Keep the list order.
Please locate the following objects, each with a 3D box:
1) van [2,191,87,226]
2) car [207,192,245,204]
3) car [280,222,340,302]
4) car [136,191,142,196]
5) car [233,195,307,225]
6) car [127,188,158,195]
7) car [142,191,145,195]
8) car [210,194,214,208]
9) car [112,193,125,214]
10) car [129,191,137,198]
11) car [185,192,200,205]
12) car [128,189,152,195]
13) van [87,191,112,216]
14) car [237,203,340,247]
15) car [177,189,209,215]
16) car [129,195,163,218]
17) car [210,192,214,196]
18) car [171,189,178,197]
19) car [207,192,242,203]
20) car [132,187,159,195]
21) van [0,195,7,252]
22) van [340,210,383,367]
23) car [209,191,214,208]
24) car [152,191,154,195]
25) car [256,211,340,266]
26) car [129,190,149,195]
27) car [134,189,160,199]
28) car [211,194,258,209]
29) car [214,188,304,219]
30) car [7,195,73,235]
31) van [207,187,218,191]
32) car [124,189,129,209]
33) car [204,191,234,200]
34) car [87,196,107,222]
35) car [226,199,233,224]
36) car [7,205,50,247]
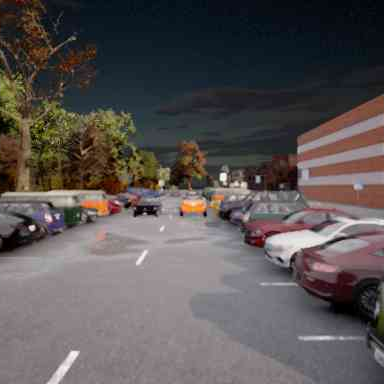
[{"bbox_3d":[-8.279,1.008,17.838,4.442,1.987,1.878,0,1,0],"label":"van"},{"bbox_3d":[4.395,0.789,43.335,4.674,1.452,2.002,0,1,0],"label":"car"},{"bbox_3d":[4.410,1.482,6.599,4.674,1.452,2.002,0,1,0],"label":"car"},{"bbox_3d":[-8.172,0.913,34.657,5.008,1.535,2.097,0,1,0],"label":"car"},{"bbox_3d":[4.378,1.160,15.080,4.553,1.767,2.185,0,1,0],"label":"car"},{"bbox_3d":[-8.185,0.587,51.720,4.892,1.521,2.231,0,1,0],"label":"car"},{"bbox_3d":[-8.198,0.887,37.605,4.792,1.488,2.163,0,1,0],"label":"car"},{"bbox_3d":[4.220,1.122,23.558,5.366,1.575,1.946,0,1,0],"label":"car"},{"bbox_3d":[-8.169,1.074,26.188,5.008,1.535,2.097,0,1,0],"label":"car"},{"bbox_3d":[-8.161,0.967,31.834,5.008,1.535,2.097,0,1,0],"label":"car"},{"bbox_3d":[0.079,0.806,42.684,1.812,1.442,4.674,0,1,0],"label":"car"},{"bbox_3d":[-8.166,0.750,43.251,5.008,1.535,2.097,0,1,0],"label":"car"},{"bbox_3d":[-8.278,0.900,23.487,4.442,1.987,1.878,0,1,0],"label":"van"},{"bbox_3d":[4.416,1.340,12.257,5.008,1.535,2.097,0,1,0],"label":"car"},{"bbox_3d":[0.090,0.920,27.693,2.097,1.767,4.553,0,1,0],"label":"car"},{"bbox_3d":[-3.360,1.200,25.941,1.895,1.301,4.718,0,1,0],"label":"car"},{"bbox_3d":[4.589,1.014,29.209,5.366,1.575,1.946,0,1,0],"label":"car"},{"bbox_3d":[-3.280,0.271,67.659,1.837,1.490,4.892,0,2,0],"label":"car"},{"bbox_3d":[4.399,0.735,46.161,4.674,1.452,2.002,0,1,0],"label":"car"},{"bbox_3d":[-8.152,0.281,54.415,5.566,2.045,2.435,0,1,0],"label":"car"},{"bbox_3d":[-8.042,1.169,9.368,4.442,1.987,1.878,0,1,0],"label":"van"},{"bbox_3d":[4.298,1.245,3.639,4.442,1.987,1.878,0,0,0],"label":"van"},{"bbox_3d":[4.217,0.961,32.034,5.366,1.575,1.946,0,1,0],"label":"car"},{"bbox_3d":[-8.168,0.697,46.074,4.892,1.521,2.231,0,1,0],"label":"car"},{"bbox_3d":[4.414,1.434,9.433,4.674,1.452,2.002,0,1,0],"label":"car"},{"bbox_3d":[-8.165,0.804,40.428,5.008,1.535,2.097,0,1,0],"label":"car"},{"bbox_3d":[-8.120,0.280,60.196,4.553,1.767,2.185,0,0,0],"label":"car"},{"bbox_3d":[4.404,0.950,34.860,4.674,1.452,2.002,0,1,0],"label":"car"},{"bbox_3d":[4.379,0.927,20.728,5.566,2.045,2.435,0,1,0],"label":"car"},{"bbox_3d":[-8.130,1.164,14.893,4.553,1.767,2.185,0,1,0],"label":"car"},{"bbox_3d":[4.283,0.630,37.680,4.442,1.987,1.878,0,1,0],"label":"van"},{"bbox_3d":[-8.195,0.895,29.008,4.553,1.767,2.185,0,1,0],"label":"car"},{"bbox_3d":[4.395,0.568,54.637,4.674,1.452,2.002,0,1,0],"label":"car"},{"bbox_3d":[-8.168,1.181,20.666,4.892,1.521,2.231,0,1,0],"label":"car"},{"bbox_3d":[4.406,1.272,17.909,4.674,1.452,2.002,0,1,0],"label":"car"},{"bbox_3d":[-8.193,1.370,12.199,4.792,1.488,2.163,0,1,0],"label":"car"}]
